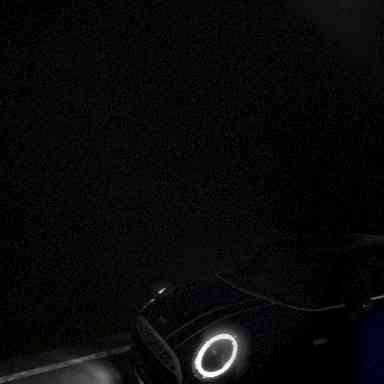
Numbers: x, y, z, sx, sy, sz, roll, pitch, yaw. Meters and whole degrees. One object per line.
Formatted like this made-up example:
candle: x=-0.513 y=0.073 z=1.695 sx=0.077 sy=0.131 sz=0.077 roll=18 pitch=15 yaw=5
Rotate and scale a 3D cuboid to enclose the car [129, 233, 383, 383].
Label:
car: x=1.557 y=1.368 z=4.256 sx=4.553 sy=1.767 sz=2.097 roll=1 pitch=0 yaw=-25
